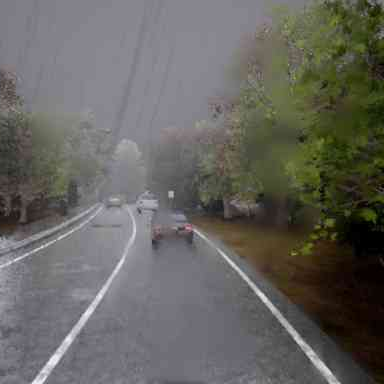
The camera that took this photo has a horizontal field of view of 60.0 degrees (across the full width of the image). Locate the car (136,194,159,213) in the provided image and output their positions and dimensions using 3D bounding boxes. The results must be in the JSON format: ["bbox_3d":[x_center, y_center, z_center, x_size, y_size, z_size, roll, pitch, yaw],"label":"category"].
[{"bbox_3d":[-4.978,1.234,37.098,2.150,2.045,5.566,1,0,-12],"label":"car"}]

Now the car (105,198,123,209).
[{"bbox_3d":[-10.188,1.477,43.734,1.812,1.442,4.674,1,0,-12],"label":"car"}]

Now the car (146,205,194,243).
[{"bbox_3d":[-1.063,1.565,16.135,2.033,1.411,5.357,0,0,-7],"label":"car"}]
